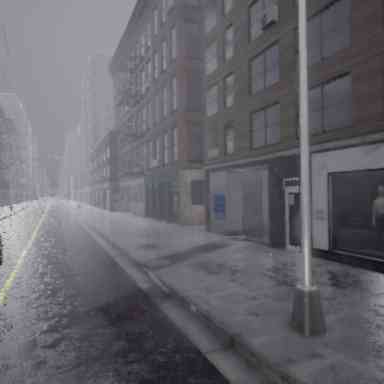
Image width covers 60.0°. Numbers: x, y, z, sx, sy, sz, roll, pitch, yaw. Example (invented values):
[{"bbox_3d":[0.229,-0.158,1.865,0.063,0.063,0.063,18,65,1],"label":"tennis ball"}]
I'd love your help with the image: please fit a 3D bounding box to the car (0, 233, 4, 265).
[{"bbox_3d":[-6.486,1.486,8.907,2.097,1.767,4.553,-1,0,-23],"label":"car"}]
